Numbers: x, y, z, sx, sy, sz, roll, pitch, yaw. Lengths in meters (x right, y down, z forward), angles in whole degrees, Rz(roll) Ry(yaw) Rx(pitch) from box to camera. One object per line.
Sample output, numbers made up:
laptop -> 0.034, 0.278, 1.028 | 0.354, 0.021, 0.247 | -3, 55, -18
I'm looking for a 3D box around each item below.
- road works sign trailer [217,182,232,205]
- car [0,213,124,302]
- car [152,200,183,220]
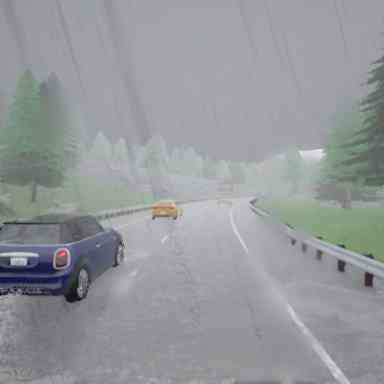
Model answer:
road works sign trailer -> 5.345, 0.265, 53.569 | 2.380, 3.560, 2.880 | 0, 0, 12
car -> -3.180, 1.315, 8.365 | 2.097, 1.767, 4.553 | 0, 0, 2
car -> -1.934, 1.370, 27.092 | 1.882, 1.535, 5.008 | 0, 0, 6
